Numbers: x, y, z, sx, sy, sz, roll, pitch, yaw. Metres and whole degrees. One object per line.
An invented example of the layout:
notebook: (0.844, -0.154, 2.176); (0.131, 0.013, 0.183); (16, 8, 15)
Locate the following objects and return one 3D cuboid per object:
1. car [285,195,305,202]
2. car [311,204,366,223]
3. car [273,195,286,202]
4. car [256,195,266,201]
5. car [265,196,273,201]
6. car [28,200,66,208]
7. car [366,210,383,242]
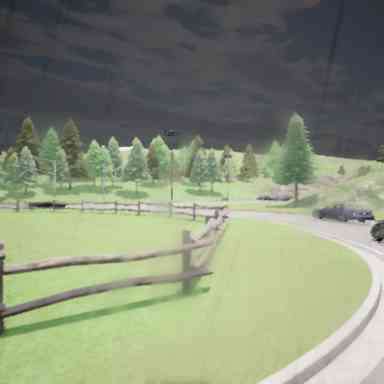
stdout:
car: (24.851, 1.695, 78.633); (4.674, 1.442, 1.812); (0, 0, -35)
car: (11.646, 1.605, 26.067); (2.033, 1.411, 5.357); (0, 0, -14)
car: (22.864, 1.531, 81.515); (4.553, 1.767, 2.097); (0, 0, -35)
car: (18.816, 1.687, 87.225); (4.892, 1.490, 1.837); (0, 0, -35)
car: (21.994, 1.705, 85.181); (5.357, 1.411, 2.033); (0, 0, -35)
car: (-19.910, 1.691, 45.735); (4.718, 1.301, 1.895); (0, 0, -9)
car: (9.001, 1.557, 13.466); (1.812, 1.442, 4.674); (0, 0, 8)
